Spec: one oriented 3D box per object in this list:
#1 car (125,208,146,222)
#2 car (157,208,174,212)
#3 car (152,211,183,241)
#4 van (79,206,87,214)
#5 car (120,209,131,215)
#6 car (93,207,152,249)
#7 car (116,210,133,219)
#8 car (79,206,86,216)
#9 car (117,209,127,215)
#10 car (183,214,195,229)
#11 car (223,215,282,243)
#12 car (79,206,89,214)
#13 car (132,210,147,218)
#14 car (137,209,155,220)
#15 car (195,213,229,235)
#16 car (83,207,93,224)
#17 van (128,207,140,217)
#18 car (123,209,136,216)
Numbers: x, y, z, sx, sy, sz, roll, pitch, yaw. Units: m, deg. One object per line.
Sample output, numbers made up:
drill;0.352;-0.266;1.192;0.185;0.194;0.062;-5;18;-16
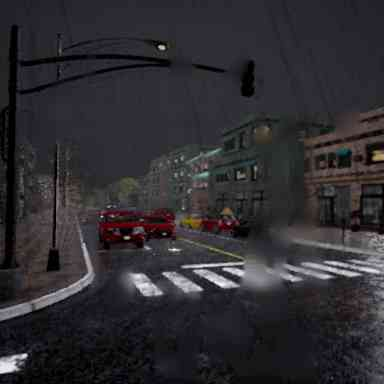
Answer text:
car;-7.867;3.122;46.166;2.097;1.767;4.553;1;-3;-19
car;-3.531;2.930;41.882;2.192;1.841;5.009;1;-2;-20
car;-2.439;2.262;21.669;1.882;1.535;5.008;1;-2;-20
van;-28.246;4.653;86.039;1.690;1.788;3.998;1;-2;-20
car;-14.747;4.433;73.192;1.802;1.307;4.206;1;-2;-20
car;-3.942;1.948;18.182;2.192;1.841;5.009;1;-2;-20
car;-11.343;3.694;55.719;2.033;1.411;5.357;1;-3;-20
car;-22.636;4.245;70.371;2.008;1.369;4.403;1;-2;-20
car;-16.616;4.638;78.412;1.802;1.307;4.206;1;-2;-20
car;0.151;2.733;31.595;1.752;1.417;4.829;1;-2;-20
car;3.948;2.355;20.994;1.947;1.339;4.313;1;-2;-20
car;-26.376;4.421;80.820;2.192;1.841;5.009;1;-2;-20
car;-9.138;3.815;57.532;1.802;1.307;4.206;1;-2;-20
car;-7.270;3.467;52.318;1.967;1.590;4.097;1;-2;-20
car;2.078;2.436;26.218;1.967;1.590;4.097;1;-2;-20
car;-11.420;2.898;39.056;1.967;1.590;4.097;1;-2;-20
van;-11.009;3.780;62.761;1.690;1.788;3.998;1;-2;-20
car;-12.877;4.189;67.973;1.887;1.381;4.507;1;-2;-20
